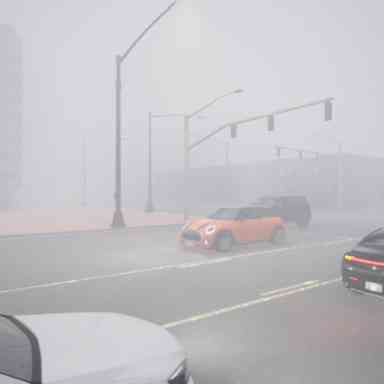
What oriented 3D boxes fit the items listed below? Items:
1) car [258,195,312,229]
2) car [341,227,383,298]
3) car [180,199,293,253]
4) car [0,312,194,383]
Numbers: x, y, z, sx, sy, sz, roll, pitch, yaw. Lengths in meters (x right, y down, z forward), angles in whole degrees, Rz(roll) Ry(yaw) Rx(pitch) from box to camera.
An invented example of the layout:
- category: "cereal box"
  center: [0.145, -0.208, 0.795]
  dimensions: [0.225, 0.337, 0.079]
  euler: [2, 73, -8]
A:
- category: "car"
  center: [5.061, 1.229, 20.431]
  dimensions: [5.566, 2.045, 2.150]
  euler: [0, 0, -36]
- category: "car"
  center: [5.342, 1.509, 7.551]
  dimensions: [4.892, 1.490, 1.837]
  euler: [0, 0, -35]
- category: "car"
  center: [1.741, 1.356, 13.799]
  dimensions: [4.553, 1.767, 2.097]
  euler: [0, 0, -35]
- category: "car"
  center: [-2.137, 1.525, 2.224]
  dimensions: [4.674, 1.442, 1.812]
  euler: [0, 0, -35]
